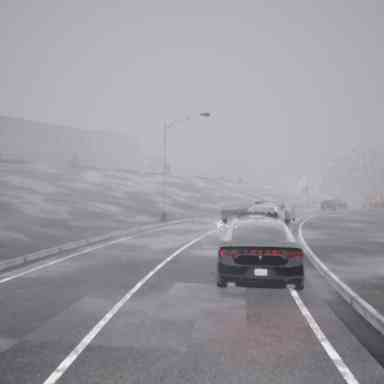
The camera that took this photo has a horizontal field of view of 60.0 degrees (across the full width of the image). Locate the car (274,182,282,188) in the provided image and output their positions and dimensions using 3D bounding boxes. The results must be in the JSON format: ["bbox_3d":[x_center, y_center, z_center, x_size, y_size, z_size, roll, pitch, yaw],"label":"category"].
[{"bbox_3d":[20.636,-1.485,84.120,2.435,2.045,5.566,-3,-5,40],"label":"car"}]

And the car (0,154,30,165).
[{"bbox_3d":[-22.676,-3.823,41.382,4.553,1.767,2.185,2,-4,-41],"label":"car"}]

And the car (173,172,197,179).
[{"bbox_3d":[-2.005,-2.735,59.570,5.008,1.535,2.097,3,-5,-43],"label":"car"}]

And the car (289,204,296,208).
[{"bbox_3d":[6.137,1.393,23.514,1.837,1.490,4.892,-2,-1,24],"label":"car"}]

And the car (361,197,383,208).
[{"bbox_3d":[27.246,1.491,49.753,4.553,1.767,2.097,1,-3,-39],"label":"car"}]

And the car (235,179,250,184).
[{"bbox_3d":[9.740,-1.997,71.517,2.002,1.452,4.674,-3,-5,43],"label":"car"}]

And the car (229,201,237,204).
[{"bbox_3d":[4.100,1.500,29.249,1.882,1.535,5.008,-2,-1,30],"label":"car"}]

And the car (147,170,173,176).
[{"bbox_3d":[-6.059,-2.916,55.786,4.674,1.452,2.002,3,-5,-42],"label":"car"}]

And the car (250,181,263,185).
[{"bbox_3d":[13.371,-1.799,75.538,2.231,1.521,4.892,-3,-5,42],"label":"car"}]

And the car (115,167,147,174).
[{"bbox_3d":[-10.194,-3.166,52.095,4.892,1.521,2.231,3,-4,-41],"label":"car"}]

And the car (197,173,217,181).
[{"bbox_3d":[1.950,-2.636,63.427,4.553,1.767,2.185,3,-5,-44],"label":"car"}]

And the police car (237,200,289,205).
[{"bbox_3d":[4.062,1.311,18.293,1.930,1.638,5.238,-1,0,19],"label":"police car"}]

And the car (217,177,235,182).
[{"bbox_3d":[5.956,-2.242,67.506,2.163,1.488,4.792,-3,-5,44],"label":"car"}]

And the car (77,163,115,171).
[{"bbox_3d":[-14.376,-3.352,48.496,4.892,1.521,2.231,2,-4,-41],"label":"car"}]

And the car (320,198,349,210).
[{"bbox_3d":[17.855,1.523,41.594,4.892,1.490,1.837,1,-3,-41],"label":"car"}]

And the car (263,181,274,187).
[{"bbox_3d":[17.050,-1.654,79.807,2.185,1.767,4.553,-3,-5,41],"label":"car"}]

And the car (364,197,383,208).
[{"bbox_3d":[32.315,1.809,58.477,4.553,1.767,2.097,1,-4,-39],"label":"car"}]

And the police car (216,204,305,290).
[{"bbox_3d":[1.749,1.341,9.031,1.930,1.638,5.238,-1,0,9],"label":"police car"}]
